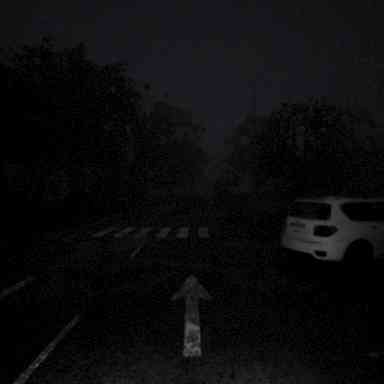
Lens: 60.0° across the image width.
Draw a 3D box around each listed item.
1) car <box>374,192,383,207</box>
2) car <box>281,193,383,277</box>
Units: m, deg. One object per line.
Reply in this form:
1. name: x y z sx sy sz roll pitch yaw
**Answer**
1. car: 27.012 0.971 43.190 2.435 2.045 5.566 0 -1 -22
2. car: 5.383 1.169 10.007 5.566 2.045 2.435 1 0 -20
